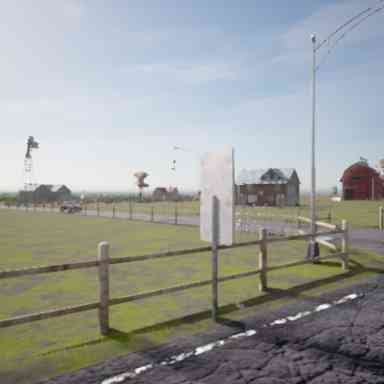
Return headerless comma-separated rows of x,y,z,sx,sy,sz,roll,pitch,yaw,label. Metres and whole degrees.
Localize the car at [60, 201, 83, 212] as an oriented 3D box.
-18.415,2.145,50.872,2.097,1.767,4.553,0,-1,-43,car
